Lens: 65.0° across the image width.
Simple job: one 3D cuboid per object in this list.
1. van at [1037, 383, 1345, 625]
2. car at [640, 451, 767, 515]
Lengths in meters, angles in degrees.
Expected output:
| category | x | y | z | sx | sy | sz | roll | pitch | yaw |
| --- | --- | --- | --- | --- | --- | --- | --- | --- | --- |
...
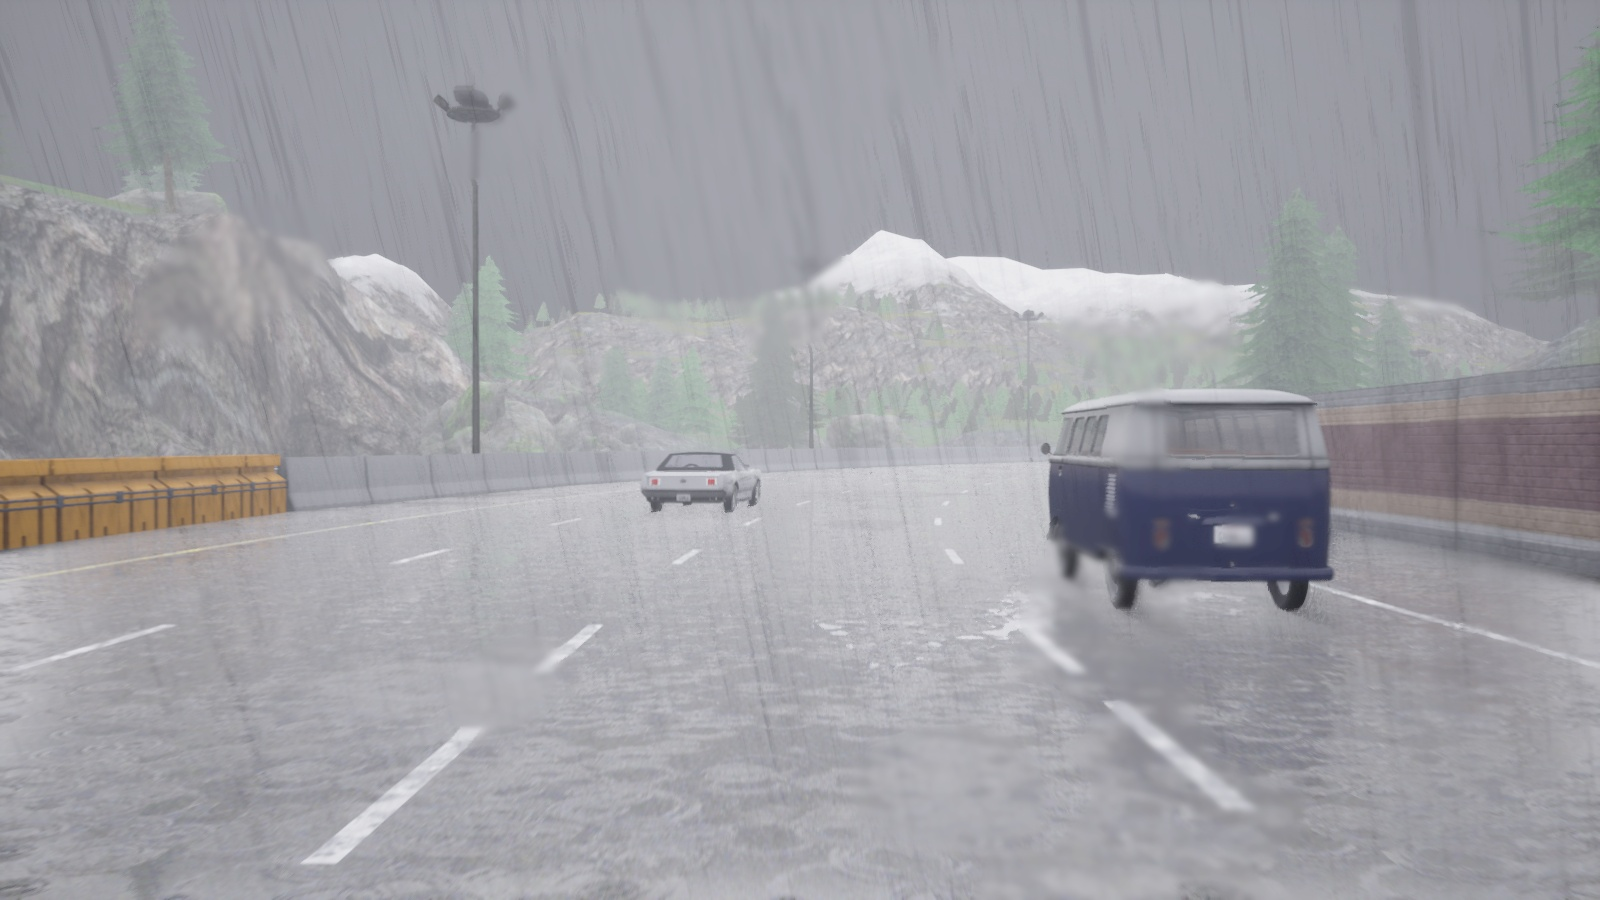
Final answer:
| category | x | y | z | sx | sy | sz | roll | pitch | yaw |
| --- | --- | --- | --- | --- | --- | --- | --- | --- | --- |
| van | 3.634 | 0.432 | 12.552 | 1.775 | 1.987 | 4.442 | 0 | 0 | 1 |
| car | -2.082 | 0.684 | 28.568 | 1.895 | 1.301 | 4.718 | 0 | 0 | 8 |
